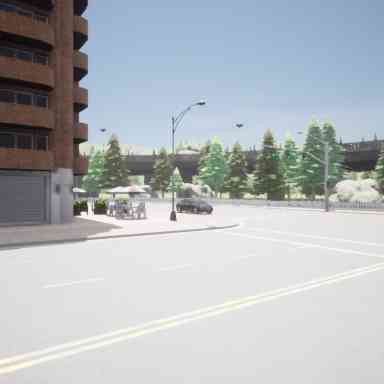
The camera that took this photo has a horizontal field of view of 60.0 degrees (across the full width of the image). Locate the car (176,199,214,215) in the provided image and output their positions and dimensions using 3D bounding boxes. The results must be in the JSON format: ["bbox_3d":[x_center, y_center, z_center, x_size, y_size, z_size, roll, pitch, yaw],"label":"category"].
[{"bbox_3d":[0.215,1.449,33.960,1.837,1.490,4.892,0,0,-36],"label":"car"}]
